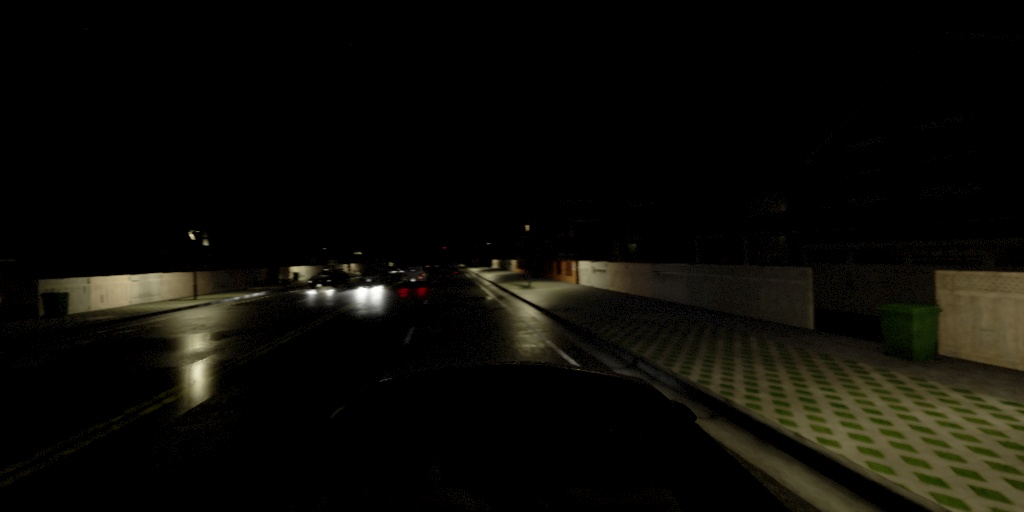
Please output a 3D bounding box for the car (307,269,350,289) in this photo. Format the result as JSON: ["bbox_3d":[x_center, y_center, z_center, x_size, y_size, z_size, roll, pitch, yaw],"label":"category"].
[{"bbox_3d":[-14.490,1.766,28.674,2.033,1.411,5.357,-2,0,-10],"label":"car"}]

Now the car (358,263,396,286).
[{"bbox_3d":[-11.409,1.621,29.906,2.128,1.511,4.902,-2,0,-10],"label":"car"}]

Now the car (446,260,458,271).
[{"bbox_3d":[-9.879,1.769,59.314,1.895,1.301,4.718,-2,0,-10],"label":"car"}]

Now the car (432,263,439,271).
[{"bbox_3d":[-13.586,1.850,61.585,1.994,1.385,4.181,-2,0,-10],"label":"car"}]

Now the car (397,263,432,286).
[{"bbox_3d":[-7.655,1.541,28.481,1.812,1.442,4.674,-2,0,-10],"label":"car"}]
